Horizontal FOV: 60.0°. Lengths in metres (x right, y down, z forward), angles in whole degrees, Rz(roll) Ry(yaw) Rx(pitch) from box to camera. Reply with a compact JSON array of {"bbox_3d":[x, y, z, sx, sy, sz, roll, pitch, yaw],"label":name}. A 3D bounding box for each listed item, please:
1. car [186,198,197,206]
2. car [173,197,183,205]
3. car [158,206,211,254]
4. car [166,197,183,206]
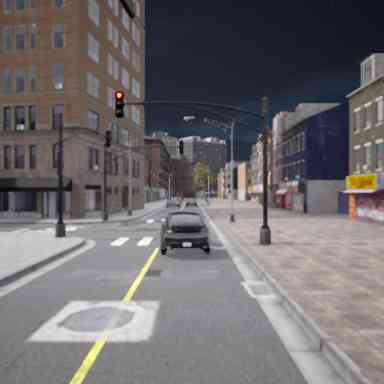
[{"bbox_3d":[-0.076,1.812,59.108,1.994,1.385,4.181,0,0,0],"label":"car"},{"bbox_3d":[-2.839,1.774,68.703,1.837,1.490,4.892,0,0,0],"label":"car"},{"bbox_3d":[-0.380,1.559,13.785,1.837,1.490,4.892,0,0,-5],"label":"car"},{"bbox_3d":[-2.895,1.565,51.680,2.097,1.767,4.553,0,0,0],"label":"car"}]
